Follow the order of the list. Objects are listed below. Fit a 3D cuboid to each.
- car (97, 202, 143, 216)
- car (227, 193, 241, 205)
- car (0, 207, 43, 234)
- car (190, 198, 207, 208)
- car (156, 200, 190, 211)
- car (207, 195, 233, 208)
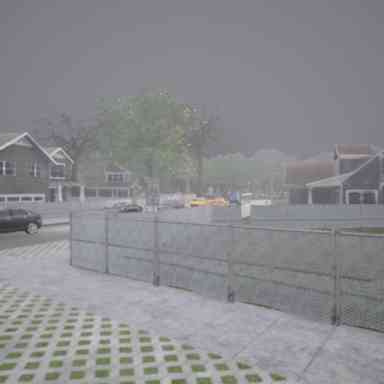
[{"bbox_3d":[-5.774,1.579,27.027,2.128,1.511,4.902,0,0,22],"label":"car"},{"bbox_3d":[6.946,1.229,55.714,2.150,2.045,5.566,0,0,15],"label":"car"},{"bbox_3d":[-9.946,1.537,16.961,1.837,1.490,4.892,0,-1,22],"label":"car"},{"bbox_3d":[1.037,1.555,45.870,1.882,1.535,5.008,0,0,18],"label":"car"},{"bbox_3d":[-2.247,1.614,36.327,1.837,1.490,4.892,0,0,20],"label":"car"},{"bbox_3d":[3.920,1.555,45.470,1.882,1.535,5.008,0,0,18],"label":"car"}]
